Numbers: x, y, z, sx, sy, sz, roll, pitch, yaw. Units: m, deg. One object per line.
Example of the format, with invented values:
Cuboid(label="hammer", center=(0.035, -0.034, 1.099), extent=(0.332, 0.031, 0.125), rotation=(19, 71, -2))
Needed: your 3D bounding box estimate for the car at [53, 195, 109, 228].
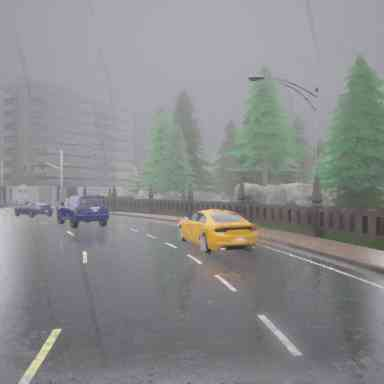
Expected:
Cuboid(label="car", center=(-7.464, 1.221, 22.530), extent=(2.150, 2.045, 5.566), rotation=(0, 0, -35))

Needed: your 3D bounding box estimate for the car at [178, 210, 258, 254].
Cuboid(label="car", center=(0.867, 1.477, 13.730), extent=(1.882, 1.535, 5.008), rotation=(0, 0, -18))

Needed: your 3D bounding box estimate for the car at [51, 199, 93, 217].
Cuboid(label="car", center=(-11.693, 1.505, 32.149), extent=(4.892, 1.490, 1.837), rotation=(0, 0, 44))

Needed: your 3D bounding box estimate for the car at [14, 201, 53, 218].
Cuboid(label="car", center=(-14.532, 1.526, 30.563), extent=(4.674, 1.442, 1.812), rotation=(0, 0, 39))
